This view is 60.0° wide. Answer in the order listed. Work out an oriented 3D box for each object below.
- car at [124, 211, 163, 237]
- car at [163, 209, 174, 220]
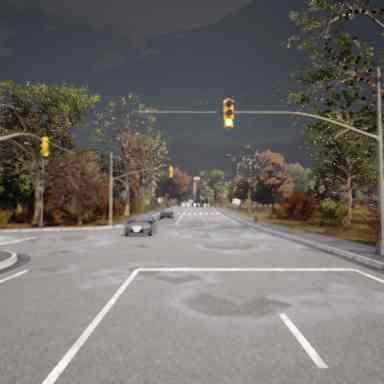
[{"bbox_3d":[-3.515,2.297,23.561,2.128,1.511,4.902,0,-3,0],"label":"car"},{"bbox_3d":[-3.500,3.163,47.615,2.033,1.411,5.357,0,-1,0],"label":"car"}]
